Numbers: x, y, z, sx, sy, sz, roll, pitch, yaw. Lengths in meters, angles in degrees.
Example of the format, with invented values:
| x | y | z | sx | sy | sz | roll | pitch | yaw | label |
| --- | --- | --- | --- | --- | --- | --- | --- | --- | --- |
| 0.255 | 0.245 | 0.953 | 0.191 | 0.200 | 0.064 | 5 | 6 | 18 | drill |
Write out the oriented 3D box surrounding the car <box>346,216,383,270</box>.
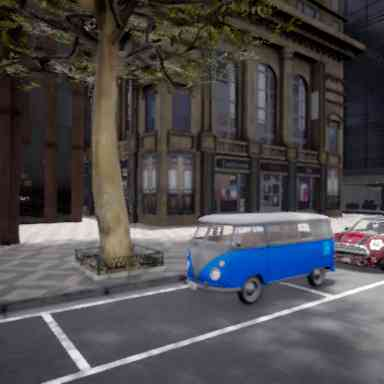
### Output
| x | y | z | sx | sy | sz | roll | pitch | yaw | label |
| --- | --- | --- | --- | --- | --- | --- | --- | --- | --- |
| 6.322 | 1.564 | 11.266 | 4.097 | 1.590 | 1.967 | 1 | 0 | -35 | car |

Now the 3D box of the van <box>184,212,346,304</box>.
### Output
| x | y | z | sx | sy | sz | roll | pitch | yaw | label |
| --- | --- | --- | --- | --- | --- | --- | --- | --- | --- |
| 1.729 | 1.404 | 7.994 | 3.998 | 1.788 | 1.690 | 1 | 0 | -35 | van |
